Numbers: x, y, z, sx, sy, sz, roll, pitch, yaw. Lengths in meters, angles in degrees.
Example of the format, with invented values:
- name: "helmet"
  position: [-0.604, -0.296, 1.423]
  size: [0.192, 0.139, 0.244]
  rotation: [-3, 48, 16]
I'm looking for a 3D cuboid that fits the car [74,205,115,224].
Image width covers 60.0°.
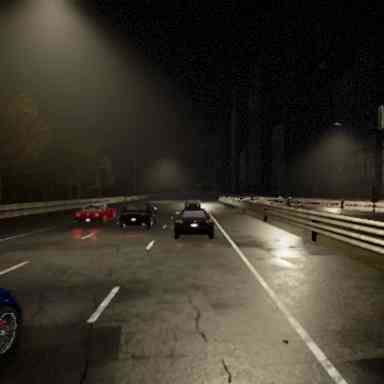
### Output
- name: "car"
  position: [-6.901, 1.569, 24.239]
  size: [1.895, 1.301, 4.718]
  rotation: [0, 0, 0]

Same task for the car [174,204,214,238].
- name: "car"
  position: [0.105, 1.539, 17.656]
  size: [1.994, 1.385, 4.181]
  rotation: [0, 0, 0]

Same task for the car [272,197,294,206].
- name: "car"
  position: [14.840, 1.541, 54.738]
  size: [2.128, 1.511, 4.902]
  rotation: [0, 0, -18]

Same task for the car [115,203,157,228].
- name: "car"
  position: [-3.394, 1.448, 21.764]
  size: [1.882, 1.535, 5.008]
  rotation: [0, 0, 0]

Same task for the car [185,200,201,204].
- name: "car"
  position: [0.110, 1.557, 39.708]
  size: [1.895, 1.301, 4.718]
  rotation: [0, 0, 0]

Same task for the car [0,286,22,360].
- name: "car"
  position: [-3.399, 1.521, 2.937]
  size: [1.812, 1.442, 4.674]
  rotation: [0, 0, 0]
